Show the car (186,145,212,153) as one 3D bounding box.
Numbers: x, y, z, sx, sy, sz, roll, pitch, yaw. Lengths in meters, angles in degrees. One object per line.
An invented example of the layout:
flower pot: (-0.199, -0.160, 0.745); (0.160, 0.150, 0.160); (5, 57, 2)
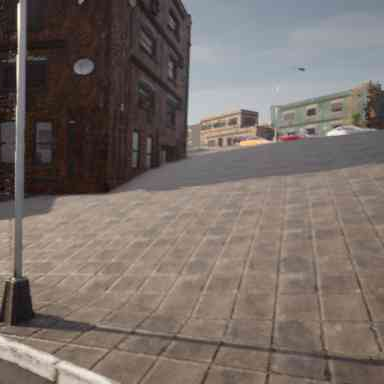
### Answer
car: (1.319, -5.701, 46.680); (2.231, 1.521, 4.892); (1, 2, -33)

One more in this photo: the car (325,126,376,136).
car: (13.453, -4.843, 28.093); (2.002, 1.452, 4.674); (1, 2, -33)

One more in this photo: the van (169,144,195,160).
van: (-1.622, -6.116, 51.193); (1.878, 1.987, 4.442); (1, 1, -33)

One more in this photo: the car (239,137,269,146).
car: (7.342, -5.429, 37.459); (2.185, 1.767, 4.553); (1, 2, -33)

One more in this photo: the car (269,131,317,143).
car: (10.358, -5.224, 32.839); (2.185, 1.767, 4.553); (1, 2, -33)
